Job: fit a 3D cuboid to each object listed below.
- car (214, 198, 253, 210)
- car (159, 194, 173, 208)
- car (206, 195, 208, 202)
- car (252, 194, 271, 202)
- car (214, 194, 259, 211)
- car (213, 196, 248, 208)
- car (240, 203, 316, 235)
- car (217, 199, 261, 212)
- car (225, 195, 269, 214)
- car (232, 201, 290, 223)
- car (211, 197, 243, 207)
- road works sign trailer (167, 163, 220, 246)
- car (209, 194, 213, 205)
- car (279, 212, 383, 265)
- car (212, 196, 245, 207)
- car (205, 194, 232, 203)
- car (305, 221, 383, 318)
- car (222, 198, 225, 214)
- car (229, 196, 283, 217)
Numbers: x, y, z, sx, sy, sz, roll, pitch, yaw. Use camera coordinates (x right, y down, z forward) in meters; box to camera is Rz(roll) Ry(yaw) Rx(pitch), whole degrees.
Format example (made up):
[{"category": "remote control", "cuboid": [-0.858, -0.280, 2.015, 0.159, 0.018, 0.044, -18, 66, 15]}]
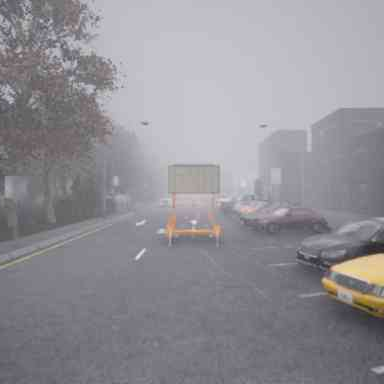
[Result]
[{"category": "car", "cuboid": [5.645, 1.604, 45.679, 4.792, 1.488, 2.163, 1, 0, -19]}, {"category": "car", "cuboid": [-3.735, 1.329, 50.330, 2.150, 2.045, 5.566, 0, 0, 0]}, {"category": "car", "cuboid": [5.802, 1.641, 60.713, 5.008, 1.535, 2.097, 1, -1, -20]}, {"category": "car", "cuboid": [19.012, 1.550, 91.649, 2.435, 2.045, 5.566, 0, 0, -21]}, {"category": "car", "cuboid": [5.539, 1.284, 33.663, 5.566, 2.045, 2.435, 1, 0, -20]}, {"category": "car", "cuboid": [5.669, 1.460, 48.693, 4.553, 1.767, 2.185, 1, -1, -19]}, {"category": "car", "cuboid": [5.415, 1.545, 18.676, 4.674, 1.452, 2.002, 1, 0, -20]}, {"category": "car", "cuboid": [5.581, 1.582, 39.678, 4.792, 1.488, 2.163, 1, 0, -19]}, {"category": "car", "cuboid": [5.524, 1.396, 27.688, 4.553, 1.767, 2.185, 1, 0, -19]}, {"category": "car", "cuboid": [5.409, 1.538, 21.667, 4.792, 1.488, 2.163, 1, 0, -19]}, {"category": "car", "cuboid": [5.758, 1.653, 54.702, 4.674, 1.452, 2.002, 1, 0, -19]}, {"category": "road works sign trailer", "cuboid": [0.082, 0.480, 15.433, 2.380, 3.560, 2.880, 0, 0, 0]}, {"category": "car", "cuboid": [5.618, 1.311, 42.680, 5.566, 2.045, 2.435, 1, 0, -19]}, {"category": "car", "cuboid": [5.358, 1.496, 9.675, 4.892, 1.521, 2.231, 1, 0, -20]}, {"category": "car", "cuboid": [5.698, 1.473, 51.694, 4.553, 1.767, 2.185, 1, -1, -19]}, {"category": "car", "cuboid": [5.932, 1.463, 75.751, 5.566, 2.045, 2.435, 1, -1, -20]}, {"category": "car", "cuboid": [5.159, 1.487, 6.612, 5.366, 1.575, 1.946, 1, 0, -20]}, {"category": "car", "cuboid": [5.517, 1.567, 30.685, 4.674, 1.452, 2.002, 1, 0, -19]}, {"category": "car", "cuboid": [5.496, 1.390, 24.687, 4.553, 1.767, 2.185, 1, 0, -19]}]
